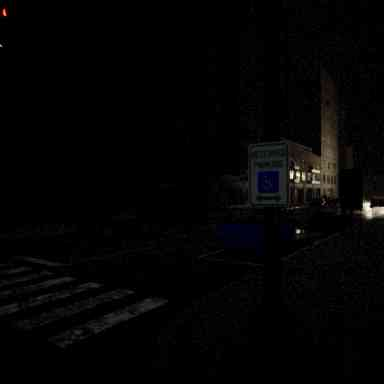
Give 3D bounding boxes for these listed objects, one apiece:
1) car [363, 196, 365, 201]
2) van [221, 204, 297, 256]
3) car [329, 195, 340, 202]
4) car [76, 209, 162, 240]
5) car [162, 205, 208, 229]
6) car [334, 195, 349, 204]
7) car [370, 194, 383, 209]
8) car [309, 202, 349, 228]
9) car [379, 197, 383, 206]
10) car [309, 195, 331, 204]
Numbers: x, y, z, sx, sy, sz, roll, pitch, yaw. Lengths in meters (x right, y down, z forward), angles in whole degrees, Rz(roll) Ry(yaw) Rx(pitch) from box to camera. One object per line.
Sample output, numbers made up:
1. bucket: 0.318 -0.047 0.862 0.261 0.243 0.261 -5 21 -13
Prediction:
1. car: 41.741 1.559 82.431 2.008 1.369 4.403 0 0 35
2. van: 2.664 1.323 12.693 1.690 1.788 3.998 0 0 35
3. car: 22.175 1.341 54.515 2.192 1.841 5.009 0 0 35
4. car: -3.911 1.586 17.291 2.008 1.369 4.403 0 0 35
5. car: -0.651 1.582 21.943 1.887 1.381 4.507 0 0 35
6. car: 28.697 1.461 63.820 1.967 1.590 4.097 0 0 35
7. car: 25.489 1.415 45.260 1.967 1.590 4.097 0 0 35
8. car: 9.187 1.566 21.996 1.802 1.307 4.206 0 0 35
9. car: 32.011 1.520 54.564 2.008 1.369 4.403 0 0 35
10. car: 18.915 1.595 49.861 1.947 1.339 4.313 0 0 35
